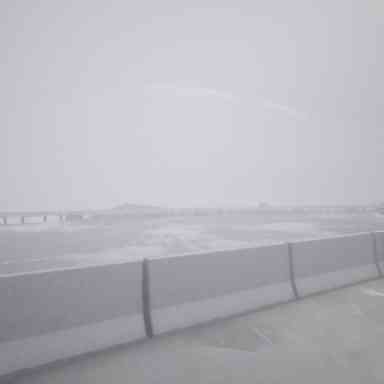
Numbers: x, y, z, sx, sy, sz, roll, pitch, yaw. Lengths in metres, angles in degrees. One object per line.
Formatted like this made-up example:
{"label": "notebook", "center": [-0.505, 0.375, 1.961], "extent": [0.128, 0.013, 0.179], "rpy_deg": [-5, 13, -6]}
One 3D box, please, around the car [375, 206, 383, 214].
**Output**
{"label": "car", "center": [22.311, 1.714, 35.752], "extent": [5.357, 1.411, 2.033], "rpy_deg": [0, 0, -22]}
